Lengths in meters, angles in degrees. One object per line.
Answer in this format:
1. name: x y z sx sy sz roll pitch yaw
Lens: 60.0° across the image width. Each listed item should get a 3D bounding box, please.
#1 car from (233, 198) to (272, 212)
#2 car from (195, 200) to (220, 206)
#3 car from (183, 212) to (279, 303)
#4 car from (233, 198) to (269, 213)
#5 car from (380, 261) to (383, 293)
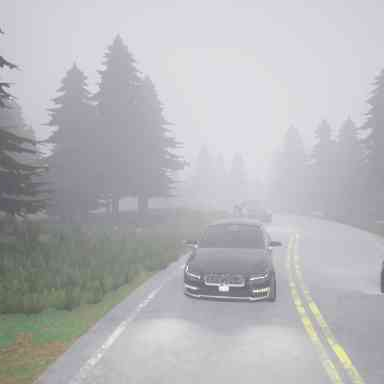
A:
1. car: 4.196 1.242 23.542 2.097 1.767 4.553 0 0 -1
2. car: 1.989 1.798 44.873 1.812 1.442 4.674 3 -5 -35
3. car: 1.104 1.496 8.427 1.837 1.490 4.892 -1 0 13
4. car: 6.259 1.409 35.741 1.837 1.490 4.892 2 -1 -15
5. car: 4.501 1.308 4.651 2.097 1.767 4.553 -1 0 9
